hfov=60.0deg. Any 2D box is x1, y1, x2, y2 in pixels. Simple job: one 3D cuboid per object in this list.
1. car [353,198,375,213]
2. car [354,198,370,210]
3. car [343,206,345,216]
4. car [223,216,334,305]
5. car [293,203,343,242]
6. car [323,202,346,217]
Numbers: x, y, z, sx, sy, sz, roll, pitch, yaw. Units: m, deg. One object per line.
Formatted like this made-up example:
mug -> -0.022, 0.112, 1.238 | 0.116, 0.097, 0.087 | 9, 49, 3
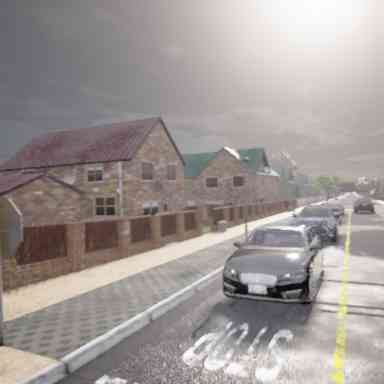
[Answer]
car -> 20.393, 1.512, 39.480 | 2.097, 1.767, 4.553 | -2, -1, 26
car -> 24.704, 1.703, 48.455 | 1.837, 1.490, 4.892 | -2, -1, 26
car -> 10.702, 1.789, 26.067 | 1.895, 1.301, 4.718 | -2, -1, 26
car -> 2.309, 1.611, 8.610 | 2.128, 1.511, 4.902 | -2, -1, 26
car -> 6.447, 1.505, 17.234 | 2.097, 1.767, 4.553 | -2, -1, 26
car -> 15.018, 1.824, 34.968 | 1.895, 1.301, 4.718 | -2, -1, 26
